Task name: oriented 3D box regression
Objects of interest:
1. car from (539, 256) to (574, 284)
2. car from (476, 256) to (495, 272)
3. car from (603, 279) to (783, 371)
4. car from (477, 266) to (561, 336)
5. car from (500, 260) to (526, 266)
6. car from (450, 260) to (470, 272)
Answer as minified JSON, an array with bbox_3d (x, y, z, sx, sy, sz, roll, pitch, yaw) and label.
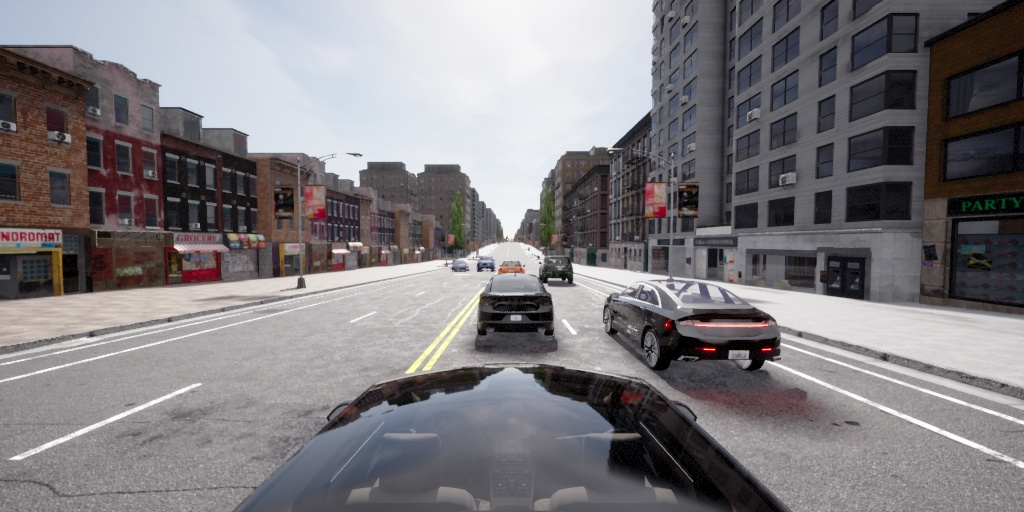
[{"bbox_3d":[3.312,0.994,27.537,2.150,2.045,5.566,0,0,0],"label":"car"},{"bbox_3d":[-3.400,0.995,47.582,2.150,2.045,5.566,0,0,1],"label":"car"},{"bbox_3d":[3.338,1.243,7.701,2.128,1.511,4.902,0,0,0],"label":"car"},{"bbox_3d":[0.086,1.233,10.479,1.882,1.535,5.008,0,0,0],"label":"car"},{"bbox_3d":[0.027,1.126,29.614,2.097,1.767,4.553,0,0,3],"label":"car"},{"bbox_3d":[-6.650,1.301,46.176,1.812,1.442,4.674,0,0,0],"label":"car"}]
